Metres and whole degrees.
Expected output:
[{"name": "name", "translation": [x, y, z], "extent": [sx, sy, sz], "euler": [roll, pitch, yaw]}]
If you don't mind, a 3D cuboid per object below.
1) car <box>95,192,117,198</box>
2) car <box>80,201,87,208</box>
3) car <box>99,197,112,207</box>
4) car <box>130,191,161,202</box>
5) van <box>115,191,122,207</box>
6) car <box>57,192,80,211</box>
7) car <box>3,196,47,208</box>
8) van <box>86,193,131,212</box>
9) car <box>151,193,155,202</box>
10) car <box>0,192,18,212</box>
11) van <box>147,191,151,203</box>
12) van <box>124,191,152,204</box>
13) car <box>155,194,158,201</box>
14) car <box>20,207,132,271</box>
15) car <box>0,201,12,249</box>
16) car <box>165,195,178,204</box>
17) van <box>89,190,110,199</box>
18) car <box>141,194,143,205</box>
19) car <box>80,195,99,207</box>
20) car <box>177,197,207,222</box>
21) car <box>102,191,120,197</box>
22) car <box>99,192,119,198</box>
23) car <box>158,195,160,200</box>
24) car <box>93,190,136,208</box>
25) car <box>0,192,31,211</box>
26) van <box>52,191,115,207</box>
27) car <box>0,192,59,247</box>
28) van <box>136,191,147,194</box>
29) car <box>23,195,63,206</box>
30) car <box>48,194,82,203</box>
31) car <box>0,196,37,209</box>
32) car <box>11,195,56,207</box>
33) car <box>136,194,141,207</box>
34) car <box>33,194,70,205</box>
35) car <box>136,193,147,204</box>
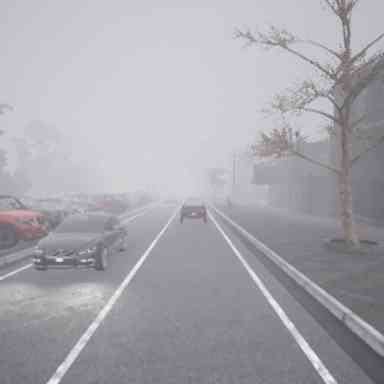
[{"name": "car", "translation": [-22.060, 0.768, 85.526], "extent": [5.008, 1.535, 2.097], "euler": [0, 1, 0]}, {"name": "car", "translation": [-8.915, 1.429, 19.345], "extent": [4.674, 1.452, 2.002], "euler": [0, 0, 0]}, {"name": "car", "translation": [-8.917, 1.366, 24.951], "extent": [4.892, 1.521, 2.231], "euler": [0, 0, 0]}, {"name": "car", "translation": [-8.936, 0.775, 64.203], "extent": [5.566, 2.045, 2.435], "euler": [0, 1, 0]}, {"name": "van", "translation": [-9.046, 1.114, 30.557], "extent": [4.442, 1.987, 1.878], "euler": [0, 0, 0]}, {"name": "car", "translation": [-8.886, 1.150, 16.541], "extent": [5.566, 2.045, 2.435], "euler": [0, 0, 0]}, {"name": "car", "translation": [-21.993, 1.293, 43.895], "extent": [4.792, 1.488, 2.163], "euler": [0, 0, 0]}, {"name": "van", "translation": [-9.052, 1.090, 36.162], "extent": [4.442, 1.987, 1.878], "euler": [0, 0, 0]}, {"name": "car", "translation": [-8.947, 1.163, 52.993], "extent": [5.008, 1.535, 2.097], "euler": [0, 1, 0]}, {"name": "car", "translation": [-22.043, 1.068, 35.559], "extent": [5.566, 2.045, 2.435], "euler": [0, 0, 0]}, {"name": "van", "translation": [-8.833, 0.971, 50.184], "extent": [4.442, 1.987, 1.878], "euler": [0, 1, 0]}, {"name": "van", "translation": [-9.072, 0.903, 55.794], "extent": [4.442, 1.987, 1.878], "euler": [0, 1, 0]}, {"name": "car", "translation": [-8.961, 1.135, 58.600], "extent": [4.674, 1.452, 2.002], "euler": [0, 1, 0]}, {"name": "car", "translation": [-3.346, 1.455, 10.828], "extent": [1.837, 1.490, 4.892], "euler": [0, 0, 0]}, {"name": "car", "translation": [-8.878, 1.300, 10.935], "extent": [4.553, 1.767, 2.185], "euler": [0, 0, 0]}, {"name": "car", "translation": [-3.292, 1.175, 54.012], "extent": [1.812, 1.442, 4.674], "euler": [0, 0, 0]}, {"name": "van", "translation": [-22.176, 0.610, 79.971], "extent": [4.442, 1.987, 1.878], "euler": [0, 1, 0]}, {"name": "car", "translation": [-8.938, 1.318, 41.774], "extent": [4.674, 1.452, 2.002], "euler": [0, 0, 0]}, {"name": "car", "translation": [-8.952, 1.251, 22.148], "extent": [4.553, 1.767, 2.185], "euler": [0, 0, 0]}, {"name": "car", "translation": [0.107, 1.356, 25.123], "extent": [1.882, 1.535, 5.008], "euler": [0, 0, 0]}, {"name": "car", "translation": [-22.103, 0.577, 91.075], "extent": [4.553, 1.767, 2.185], "euler": [0, 1, 0]}, {"name": "car", "translation": [-22.066, 0.775, 88.302], "extent": [4.674, 1.452, 2.002], "euler": [0, 1, 0]}, {"name": "car", "translation": [-8.776, 1.058, 61.403], "extent": [5.366, 1.575, 1.946], "euler": [0, 1, 0]}, {"name": "car", "translation": [-8.904, 1.077, 33.361], "extent": [5.566, 2.045, 2.435], "euler": [0, 0, 0]}, {"name": "car", "translation": [-21.989, 1.051, 38.336], "extent": [5.566, 2.045, 2.435], "euler": [0, 0, 0]}, {"name": "van", "translation": [-9.043, 1.127, 27.754], "extent": [4.442, 1.987, 1.878], "euler": [0, 0, 0]}, {"name": "car", "translation": [-8.884, 1.162, 13.738], "extent": [5.566, 2.045, 2.435], "euler": [0, 0, 0]}, {"name": "van", "translation": [-9.063, 1.000, 47.382], "extent": [4.442, 1.987, 1.878], "euler": [0, 1, 0]}, {"name": "car", "translation": [-22.023, 1.206, 49.444], "extent": [5.008, 1.535, 2.097], "euler": [0, 1, 0]}, {"name": "car", "translation": [-22.042, 1.106, 57.771], "extent": [5.008, 1.535, 2.097], "euler": [0, 1, 0]}, {"name": "car", "translation": [-22.049, 1.313, 41.112], "extent": [4.792, 1.488, 2.163], "euler": [0, 0, 0]}, {"name": "car", "translation": [-22.210, 1.232, 46.667], "extent": [5.366, 1.575, 1.946], "euler": [0, 1, 0]}, {"name": "car", "translation": [-8.944, 1.298, 38.971], "extent": [4.892, 1.521, 2.231], "euler": [0, 0, 0]}, {"name": "car", "translation": [-22.025, 1.175, 52.222], "extent": [4.892, 1.521, 2.231], "euler": [0, 1, 0]}, {"name": "car", "translation": [-8.973, 1.285, 44.582], "extent": [4.792, 1.488, 2.163], "euler": [0, 1, 0]}]
